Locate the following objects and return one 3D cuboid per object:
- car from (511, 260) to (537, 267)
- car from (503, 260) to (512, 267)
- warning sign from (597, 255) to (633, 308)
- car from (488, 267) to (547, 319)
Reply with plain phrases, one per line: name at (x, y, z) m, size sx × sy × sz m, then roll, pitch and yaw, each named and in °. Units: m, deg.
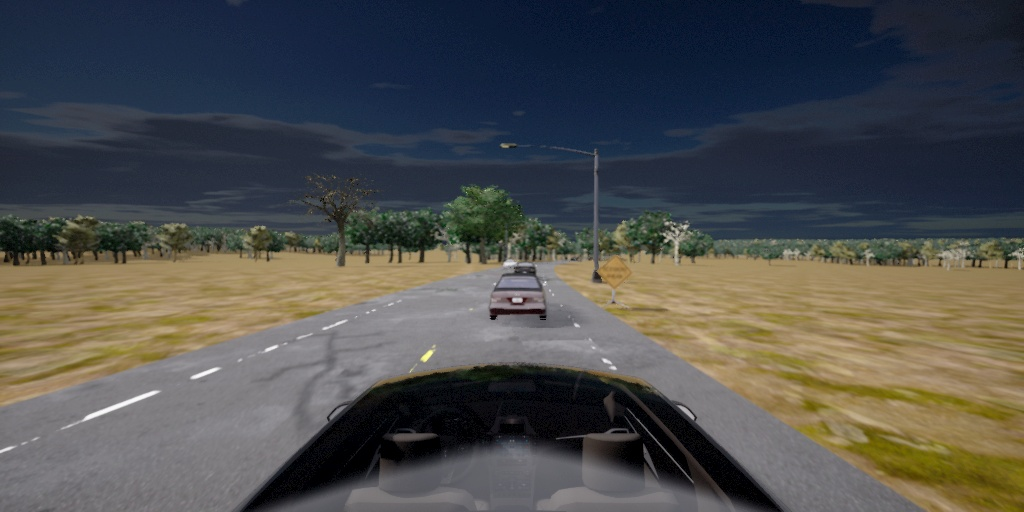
car at (1.253, 1.254, 32.709) m, size 1.882 × 1.535 × 5.008 m, roll 0°, pitch 0°, yaw 4°
car at (-0.252, 1.343, 56.243) m, size 1.812 × 1.442 × 4.674 m, roll 0°, pitch 0°, yaw 7°
warning sign at (3.748, 0.875, 13.298) m, size 1.300 × 1.860 × 1.060 m, roll 0°, pitch 0°, yaw 2°
car at (0.247, 1.301, 12.727) m, size 2.033 × 1.411 × 5.357 m, roll 0°, pitch 0°, yaw 2°
